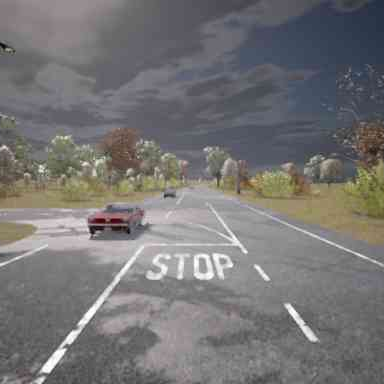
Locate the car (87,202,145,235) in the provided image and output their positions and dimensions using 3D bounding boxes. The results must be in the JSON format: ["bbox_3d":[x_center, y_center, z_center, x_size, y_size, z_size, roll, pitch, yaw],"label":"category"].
[{"bbox_3d":[-3.491,1.182,16.006,1.895,1.301,4.718,0,2,0],"label":"car"}]

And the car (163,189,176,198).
[{"bbox_3d":[-3.423,0.186,52.052,2.033,1.411,5.357,0,2,0],"label":"car"}]
